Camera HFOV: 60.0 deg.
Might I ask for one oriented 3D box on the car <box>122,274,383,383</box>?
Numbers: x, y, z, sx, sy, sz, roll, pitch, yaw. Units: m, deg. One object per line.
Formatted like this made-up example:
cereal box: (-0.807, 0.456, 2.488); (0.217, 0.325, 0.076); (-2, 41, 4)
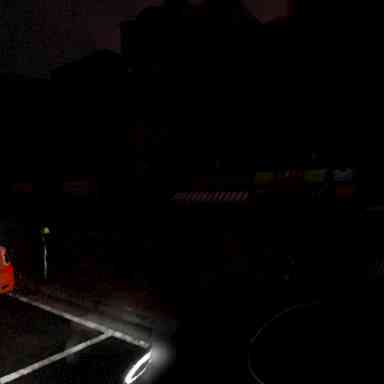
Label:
car: (1.589, 1.353, 2.100); (4.553, 1.767, 2.097); (0, 0, 36)

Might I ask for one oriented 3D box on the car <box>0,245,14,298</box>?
car: (-5.884, 1.318, 6.346); (4.553, 1.767, 2.097); (0, 0, 15)
